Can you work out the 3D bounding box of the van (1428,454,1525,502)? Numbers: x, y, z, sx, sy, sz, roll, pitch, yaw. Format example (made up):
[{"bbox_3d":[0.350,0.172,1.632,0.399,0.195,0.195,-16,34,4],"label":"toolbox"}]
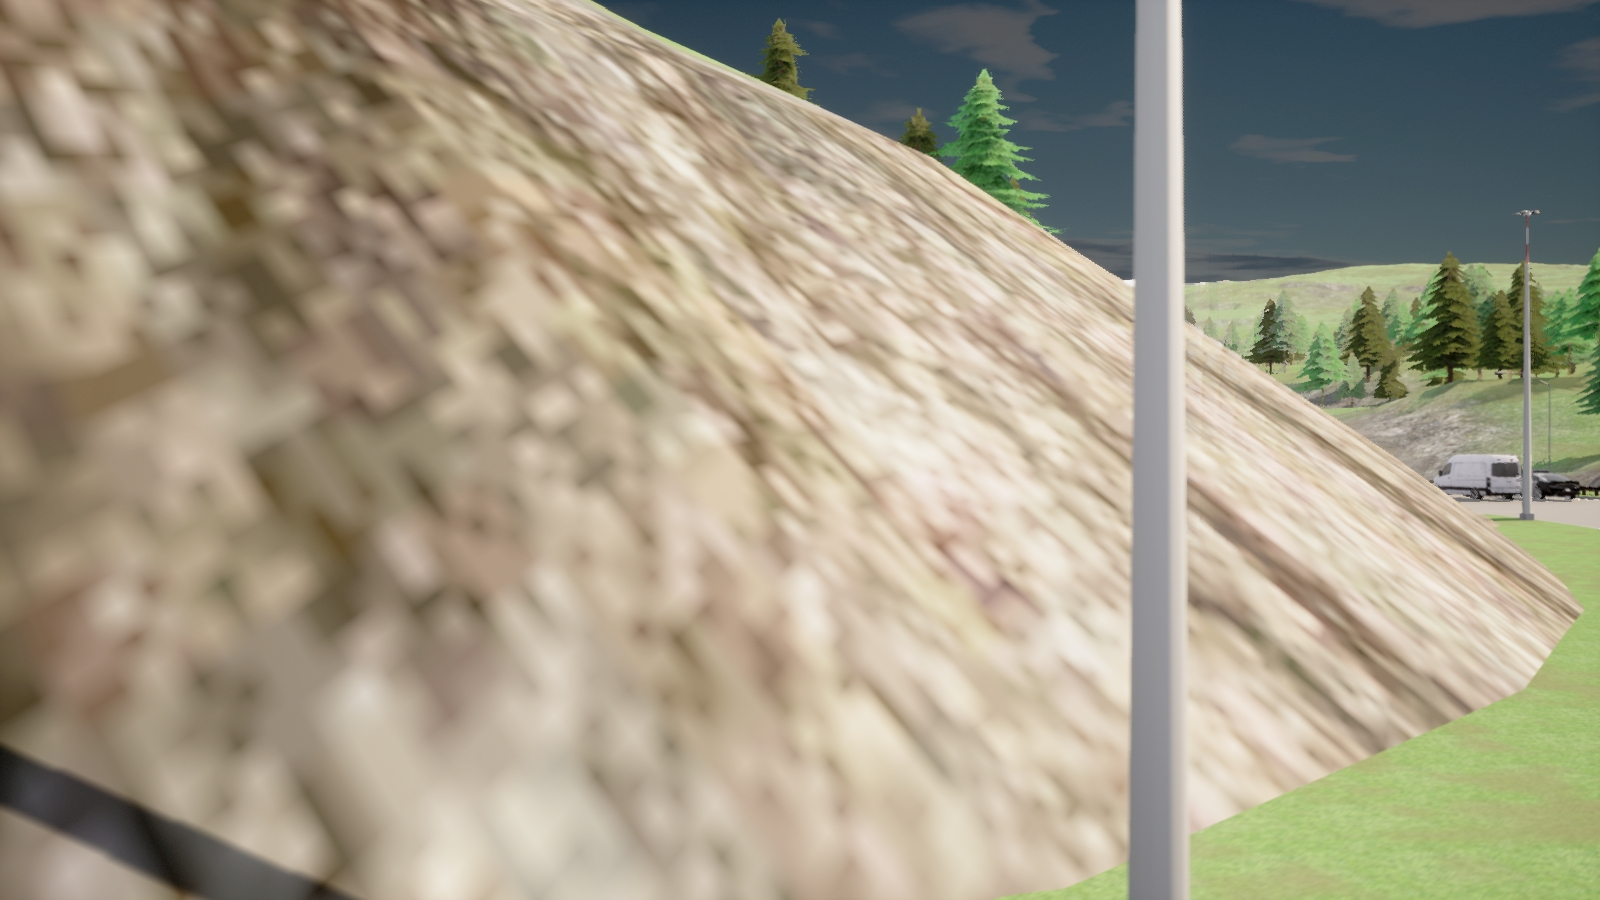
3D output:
[{"bbox_3d":[38.436,1.534,65.147,1.988,2.561,5.915,0,0,-1],"label":"van"}]

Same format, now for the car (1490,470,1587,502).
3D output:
[{"bbox_3d":[41.779,1.983,64.823,2.097,1.638,5.238,0,0,0],"label":"car"}]
